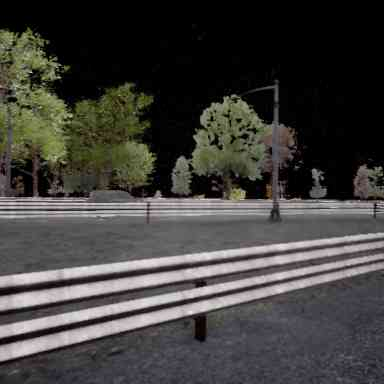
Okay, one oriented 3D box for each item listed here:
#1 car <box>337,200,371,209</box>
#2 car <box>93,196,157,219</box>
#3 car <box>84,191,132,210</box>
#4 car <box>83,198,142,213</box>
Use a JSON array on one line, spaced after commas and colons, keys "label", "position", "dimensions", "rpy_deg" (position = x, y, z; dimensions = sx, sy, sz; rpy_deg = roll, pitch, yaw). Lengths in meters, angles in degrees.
[{"label": "car", "position": [21.238, 1.752, 43.663], "dimensions": [4.674, 1.442, 1.812], "rpy_deg": [1, -1, -21]}, {"label": "car", "position": [-5.029, 1.251, 26.010], "dimensions": [4.674, 1.442, 1.812], "rpy_deg": [1, -1, -23]}, {"label": "car", "position": [-6.365, 0.935, 29.237], "dimensions": [5.566, 2.045, 2.150], "rpy_deg": [1, -1, -23]}, {"label": "car", "position": [-7.754, 1.293, 32.458], "dimensions": [5.357, 1.411, 2.033], "rpy_deg": [1, -1, -23]}]
